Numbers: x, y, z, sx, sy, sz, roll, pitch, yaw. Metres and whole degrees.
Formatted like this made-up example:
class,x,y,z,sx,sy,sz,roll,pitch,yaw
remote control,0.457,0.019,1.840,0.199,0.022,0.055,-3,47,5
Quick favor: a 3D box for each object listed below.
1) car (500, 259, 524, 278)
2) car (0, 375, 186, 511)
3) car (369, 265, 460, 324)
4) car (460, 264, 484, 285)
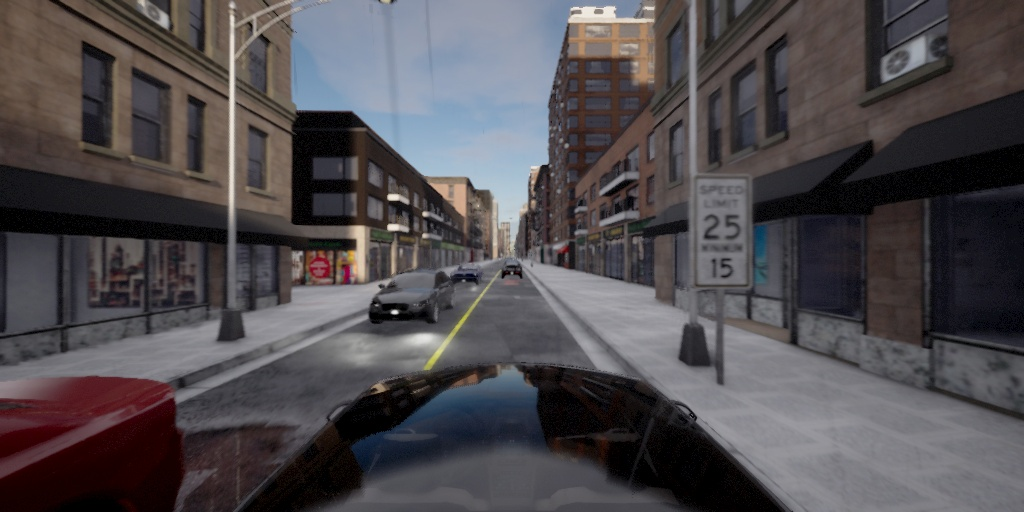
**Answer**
class,x,y,z,sx,sy,sz,roll,pitch,yaw
car,0.008,1.156,31.771,1.837,1.490,4.892,0,0,0
car,-3.089,1.232,0.236,1.882,1.535,5.008,0,0,0
car,-3.093,1.219,11.900,1.837,1.490,4.892,0,1,0
car,-3.081,1.273,25.133,1.895,1.301,4.718,0,0,0
